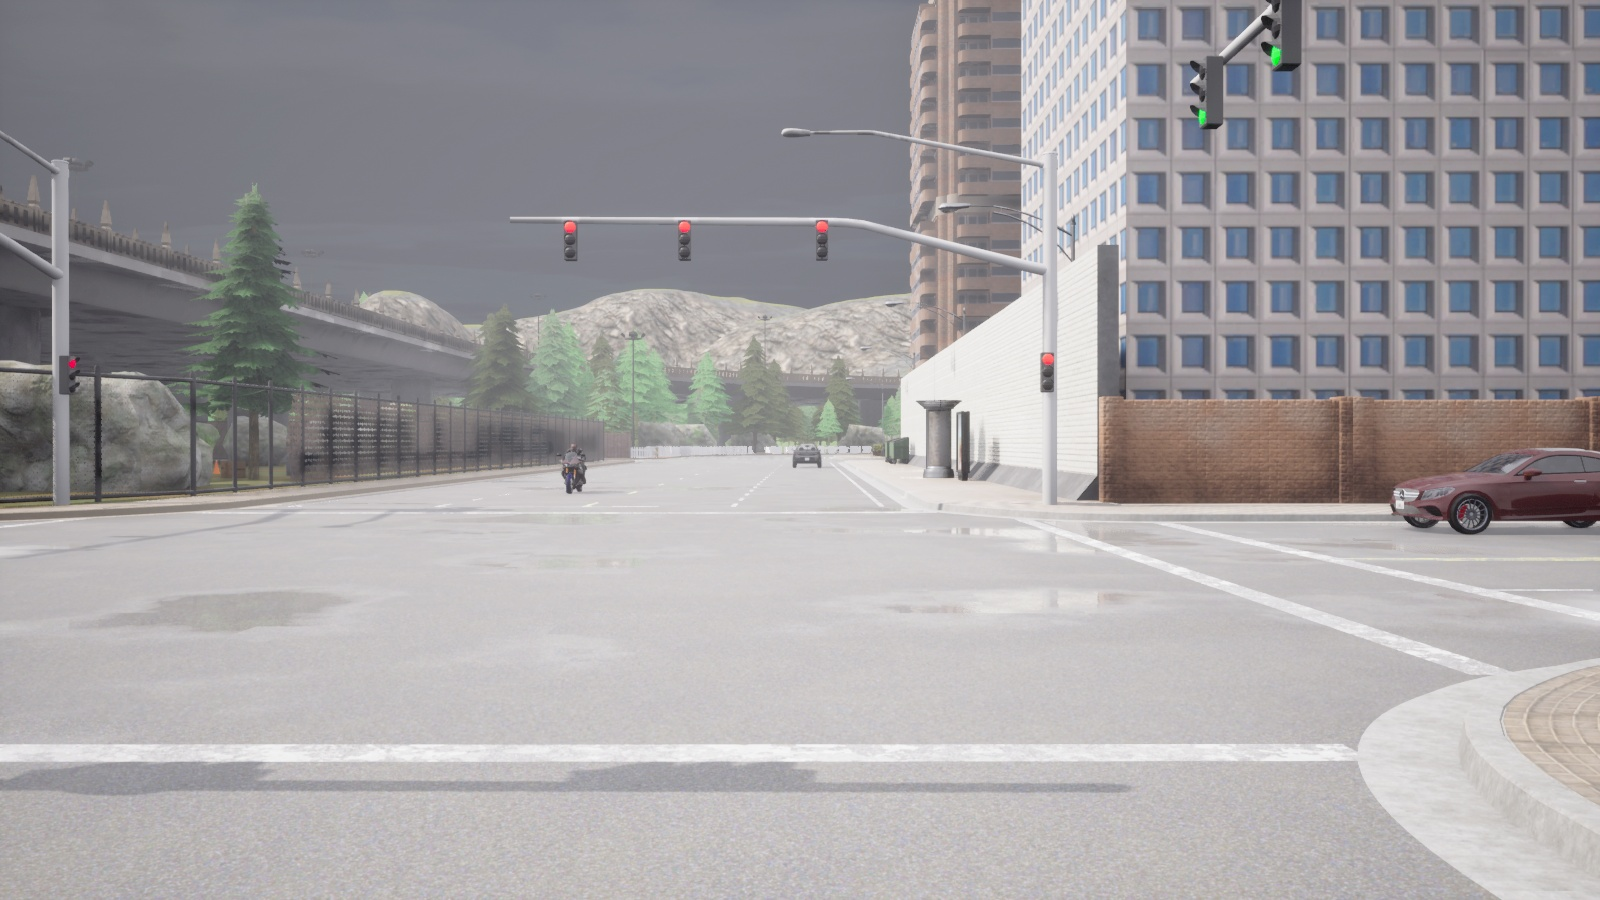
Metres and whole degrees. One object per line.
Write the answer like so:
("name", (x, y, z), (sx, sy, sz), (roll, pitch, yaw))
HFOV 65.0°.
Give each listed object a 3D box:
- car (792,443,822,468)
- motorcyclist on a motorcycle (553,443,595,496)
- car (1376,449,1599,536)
("car", (0.433, 0.327, 76.869), (1.816, 1.474, 4.193), (0, 0, 0))
("motorcyclist on a motorcycle", (-6.779, 0.563, 37.779), (0.866, 1.530, 2.191), (0, 0, 0))
("car", (12.785, 0.714, 21.879), (4.674, 1.442, 1.812), (0, 0, 0))
